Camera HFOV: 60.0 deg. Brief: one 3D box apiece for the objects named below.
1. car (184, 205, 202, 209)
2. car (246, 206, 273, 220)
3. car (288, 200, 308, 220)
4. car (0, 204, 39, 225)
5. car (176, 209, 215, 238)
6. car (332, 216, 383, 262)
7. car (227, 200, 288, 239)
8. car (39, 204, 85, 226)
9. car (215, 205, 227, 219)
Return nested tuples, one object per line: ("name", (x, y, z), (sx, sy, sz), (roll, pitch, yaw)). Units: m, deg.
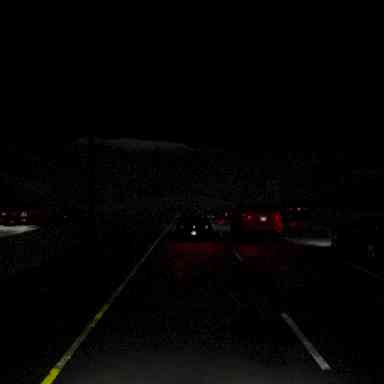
("car", (0.103, 2.199, 37.369), (1.812, 1.442, 4.674), (0, -1, 0))
("car", (7.102, 2.222, 35.283), (1.895, 1.301, 4.718), (0, -1, 0))
("car", (10.602, 1.850, 35.627), (2.150, 2.045, 5.566), (0, -1, 0))
("car", (-14.094, 1.811, 28.289), (2.097, 1.767, 4.553), (0, -1, 0))
("car", (0.101, 1.883, 19.463), (1.895, 1.301, 4.718), (0, -1, 0))
("car", (7.101, 1.674, 12.832), (1.837, 1.490, 4.892), (0, -1, 0))
("car", (3.601, 1.503, 19.438), (2.150, 2.045, 5.566), (0, -1, 0))
("car", (-10.595, 1.929, 27.937), (1.882, 1.535, 5.008), (0, -1, 0))
("car", (3.603, 2.199, 37.375), (1.812, 1.442, 4.674), (0, -1, 0))
